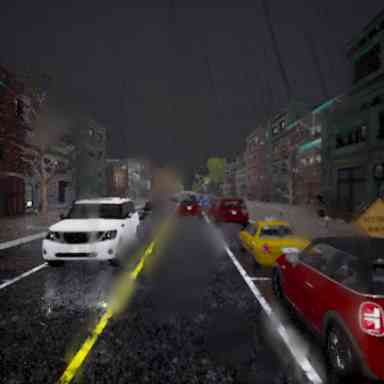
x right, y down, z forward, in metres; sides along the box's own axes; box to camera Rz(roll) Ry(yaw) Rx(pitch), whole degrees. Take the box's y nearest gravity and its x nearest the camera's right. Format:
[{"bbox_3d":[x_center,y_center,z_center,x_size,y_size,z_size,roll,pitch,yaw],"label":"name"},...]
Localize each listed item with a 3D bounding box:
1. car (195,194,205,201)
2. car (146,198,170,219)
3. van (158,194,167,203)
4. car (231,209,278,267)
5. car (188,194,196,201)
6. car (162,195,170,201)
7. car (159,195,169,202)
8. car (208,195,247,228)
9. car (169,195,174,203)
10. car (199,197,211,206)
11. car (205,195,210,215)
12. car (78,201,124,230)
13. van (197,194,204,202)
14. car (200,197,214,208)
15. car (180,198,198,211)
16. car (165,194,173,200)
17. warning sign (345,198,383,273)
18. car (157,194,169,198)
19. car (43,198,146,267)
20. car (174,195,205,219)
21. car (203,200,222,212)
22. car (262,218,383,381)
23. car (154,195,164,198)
[{"bbox_3d":[1.905,1.334,83.176,2.192,1.841,5.009,-1,0,-1],"label":"car"},{"bbox_3d":[-3.302,1.528,29.305,1.837,1.490,4.892,0,-1,0],"label":"car"},{"bbox_3d":[-6.369,1.385,71.998,1.690,1.788,3.998,-1,0,-1],"label":"van"},{"bbox_3d":[2.592,1.521,11.221,1.752,1.417,4.829,-1,0,-1],"label":"car"},{"bbox_3d":[0.003,1.378,88.846,2.097,1.767,4.553,0,0,-1],"label":"car"},{"bbox_3d":[-6.472,1.592,83.094,1.887,1.381,4.507,-1,0,-1],"label":"car"},{"bbox_3d":[-6.421,1.485,77.546,1.967,1.590,4.097,-1,0,-1],"label":"car"},{"bbox_3d":[2.486,1.315,22.147,2.192,1.841,5.009,-1,0,-1],"label":"car"},{"bbox_3d":[-3.634,1.579,67.675,1.994,1.385,4.181,0,0,0],"label":"car"},{"bbox_3d":[2.172,1.593,55.436,1.802,1.307,4.206,-1,0,-1],"label":"car"},{"bbox_3d":[2.382,1.444,33.243,1.967,1.590,4.097,-1,0,-1],"label":"car"},{"bbox_3d":[-5.892,1.467,22.065,1.967,1.590,4.097,-1,0,-1],"label":"car"},{"bbox_3d":[1.958,1.359,77.628,1.690,1.788,3.998,-1,0,-1],"label":"van"},{"bbox_3d":[2.225,1.554,49.888,1.887,1.381,4.507,-1,0,-1],"label":"car"},{"bbox_3d":[-0.347,1.563,41.969,2.033,1.411,5.357,0,0,0],"label":"car"},{"bbox_3d":[-6.579,1.490,94.190,1.967,1.590,4.097,-1,0,-1],"label":"car"},{"bbox_3d":[5.002,1.102,8.920,1.300,1.860,1.060,0,1,-1],"label":"warning sign"},{"bbox_3d":[-6.316,1.357,66.450,2.192,1.841,5.009,-1,0,-1],"label":"car"},{"bbox_3d":[-3.200,1.237,11.846,2.150,2.045,5.566,0,0,0],"label":"car"},{"bbox_3d":[-0.207,1.362,29.132,2.097,1.767,4.553,0,0,0],"label":"car"},{"bbox_3d":[2.331,1.587,38.791,1.802,1.307,4.206,-1,0,-1],"label":"car"},{"bbox_3d":[2.646,1.433,5.503,1.967,1.590,4.097,-1,0,-1],"label":"car"},{"bbox_3d":[-6.208,1.589,55.354,2.008,1.369,4.403,-1,0,-1],"label":"car"}]
